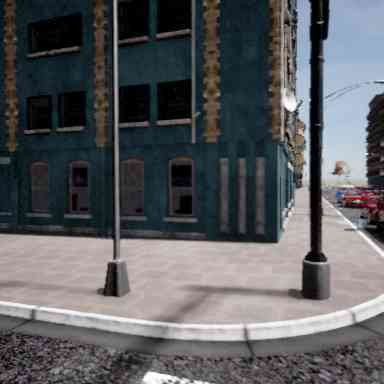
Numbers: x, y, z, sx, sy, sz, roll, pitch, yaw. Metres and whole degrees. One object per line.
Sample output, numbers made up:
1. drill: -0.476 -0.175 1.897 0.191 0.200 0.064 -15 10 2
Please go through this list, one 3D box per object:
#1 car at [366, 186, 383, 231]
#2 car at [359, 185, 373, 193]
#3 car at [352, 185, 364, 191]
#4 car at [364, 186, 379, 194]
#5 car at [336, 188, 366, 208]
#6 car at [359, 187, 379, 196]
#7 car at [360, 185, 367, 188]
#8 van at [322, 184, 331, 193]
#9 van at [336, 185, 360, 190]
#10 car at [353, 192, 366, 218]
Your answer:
1. car: 8.468 0.815 12.798 2.192 1.841 5.009 0 2 19
2. car: 35.622 -0.636 68.048 1.887 1.381 4.507 0 2 19
3. car: 39.203 -0.947 78.554 2.008 1.369 4.403 0 2 19
4. car: 33.832 -0.477 62.795 1.887 1.381 4.507 0 2 19
5. car: 13.840 0.578 28.564 1.887 1.381 4.507 0 2 19
6. car: 27.466 -0.116 51.766 1.994 1.385 4.181 0 2 19
7. car: 19.301 0.129 36.851 2.097 1.767 4.553 0 2 19
8. van: 26.372 -0.724 65.329 1.690 1.788 3.998 0 2 19
9. van: 15.630 0.219 33.811 1.690 1.788 3.998 0 2 19
10. car: 10.259 0.890 18.058 1.887 1.381 4.507 0 2 19
